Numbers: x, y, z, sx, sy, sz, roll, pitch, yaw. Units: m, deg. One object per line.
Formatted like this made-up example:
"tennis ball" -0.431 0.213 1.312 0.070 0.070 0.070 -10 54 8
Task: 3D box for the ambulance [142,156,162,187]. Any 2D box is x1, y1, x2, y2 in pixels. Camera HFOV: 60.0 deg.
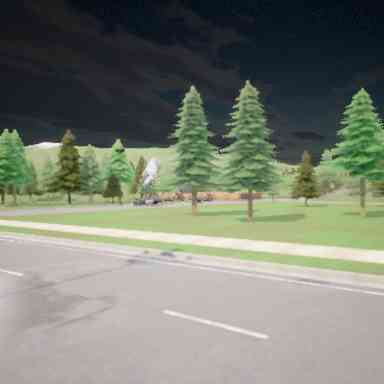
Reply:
"ambulance" -8.349 -4.050 67.481 2.431 6.366 2.351 30 -30 -13

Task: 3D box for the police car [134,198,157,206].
"police car" -9.247 1.899 65.351 2.038 1.542 4.974 -1 0 36
